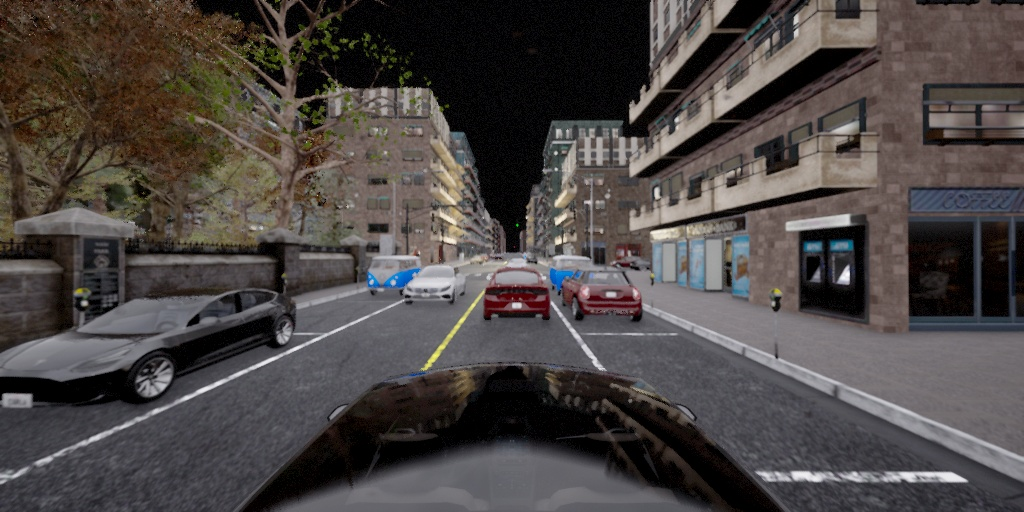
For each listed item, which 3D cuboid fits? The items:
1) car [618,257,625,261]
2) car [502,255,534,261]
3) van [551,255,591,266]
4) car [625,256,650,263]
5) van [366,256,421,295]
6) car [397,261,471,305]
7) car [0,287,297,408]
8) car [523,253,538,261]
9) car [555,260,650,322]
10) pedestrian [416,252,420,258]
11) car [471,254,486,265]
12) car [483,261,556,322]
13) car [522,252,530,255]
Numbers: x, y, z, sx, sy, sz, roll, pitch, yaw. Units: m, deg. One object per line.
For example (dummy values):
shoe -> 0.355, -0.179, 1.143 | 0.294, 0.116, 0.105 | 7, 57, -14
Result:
car -> 13.854, 0.782, 43.342 | 4.097, 1.591, 1.967 | 0, 0, 1
car -> 0.538, 0.911, 28.539 | 1.812, 1.442, 4.674 | 0, 1, 5
van -> 2.738, 0.879, 17.287 | 1.690, 1.789, 3.998 | 0, 0, 0
car -> 13.707, 0.874, 34.963 | 4.313, 1.339, 1.948 | 0, 0, 1
van -> -5.576, 0.879, 17.333 | 1.690, 1.789, 3.998 | 0, 0, 0
car -> -3.022, 1.096, 14.936 | 1.812, 1.442, 4.674 | 0, 1, 0
car -> -5.651, 1.254, 6.286 | 1.948, 1.339, 4.313 | 0, 0, 0
car -> 2.971, 0.591, 55.230 | 1.948, 1.339, 4.313 | 0, 0, 0
car -> 2.711, 1.053, 11.764 | 1.967, 1.591, 4.097 | 0, 0, 0
pedestrian -> -12.304, 0.348, 46.739 | 0.375, 1.860, 0.375 | 0, -1, 1
car -> -5.410, 0.551, 55.104 | 1.751, 1.417, 4.829 | 0, 0, 0
car -> 0.151, 1.091, 11.752 | 1.882, 1.535, 5.008 | 0, 1, 1
car -> 3.001, 0.500, 60.872 | 2.007, 1.370, 4.403 | 0, 0, 0
